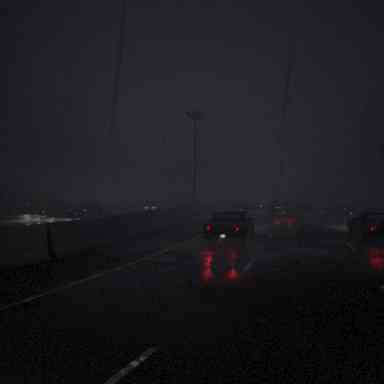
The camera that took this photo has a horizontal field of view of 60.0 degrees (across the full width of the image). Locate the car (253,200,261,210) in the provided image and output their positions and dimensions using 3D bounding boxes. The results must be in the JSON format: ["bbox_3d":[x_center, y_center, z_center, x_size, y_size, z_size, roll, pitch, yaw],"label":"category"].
[{"bbox_3d":[8.461,1.704,43.247,1.994,1.385,4.181,0,0,-3],"label":"car"}]

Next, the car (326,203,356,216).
[{"bbox_3d":[15.462,1.748,34.232,1.895,1.301,4.718,0,0,3],"label":"car"}]

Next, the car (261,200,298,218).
[{"bbox_3d":[8.233,1.603,31.627,2.128,1.511,4.902,0,0,5],"label":"car"}]

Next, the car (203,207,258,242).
[{"bbox_3d":[2.017,1.650,16.863,1.895,1.301,4.718,0,0,17],"label":"car"}]

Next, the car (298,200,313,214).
[{"bbox_3d":[12.053,1.618,37.470,1.882,1.535,5.008,0,0,1],"label":"car"}]

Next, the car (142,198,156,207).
[{"bbox_3d":[-7.189,1.706,55.325,2.033,1.411,5.357,0,0,-14],"label":"car"}]

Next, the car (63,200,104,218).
[{"bbox_3d":[-9.581,1.561,30.442,1.812,1.442,4.674,0,0,7],"label":"car"}]

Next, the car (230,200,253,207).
[{"bbox_3d":[5.053,1.633,35.594,1.812,1.442,4.674,0,0,3],"label":"car"}]

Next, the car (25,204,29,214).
[{"bbox_3d":[-16.063,1.374,36.053,2.097,1.767,4.553,0,0,2],"label":"car"}]

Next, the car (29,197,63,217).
[{"bbox_3d":[-12.902,1.516,31.846,2.128,1.511,4.902,0,0,6],"label":"car"}]

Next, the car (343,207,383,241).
[{"bbox_3d":[9.219,1.679,16.806,1.895,1.301,4.718,0,0,15],"label":"car"}]
